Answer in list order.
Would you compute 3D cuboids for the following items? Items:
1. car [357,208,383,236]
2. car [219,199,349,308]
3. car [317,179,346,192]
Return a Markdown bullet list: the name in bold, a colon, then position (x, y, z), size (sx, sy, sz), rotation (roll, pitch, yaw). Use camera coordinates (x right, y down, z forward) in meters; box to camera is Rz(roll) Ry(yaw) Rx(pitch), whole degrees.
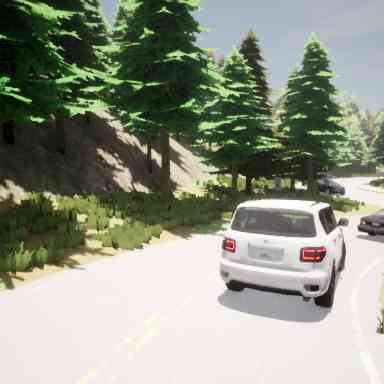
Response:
- **car**: position (10.136, 1.414, 15.829), size (5.357, 1.411, 2.033), rotation (-1, 5, -32)
- **car**: position (2.553, 1.200, 8.380), size (2.150, 2.045, 5.566), rotation (3, 2, 27)
- **car**: position (16.081, -0.553, 38.930), size (1.882, 1.535, 5.008), rotation (-1, 5, -2)
